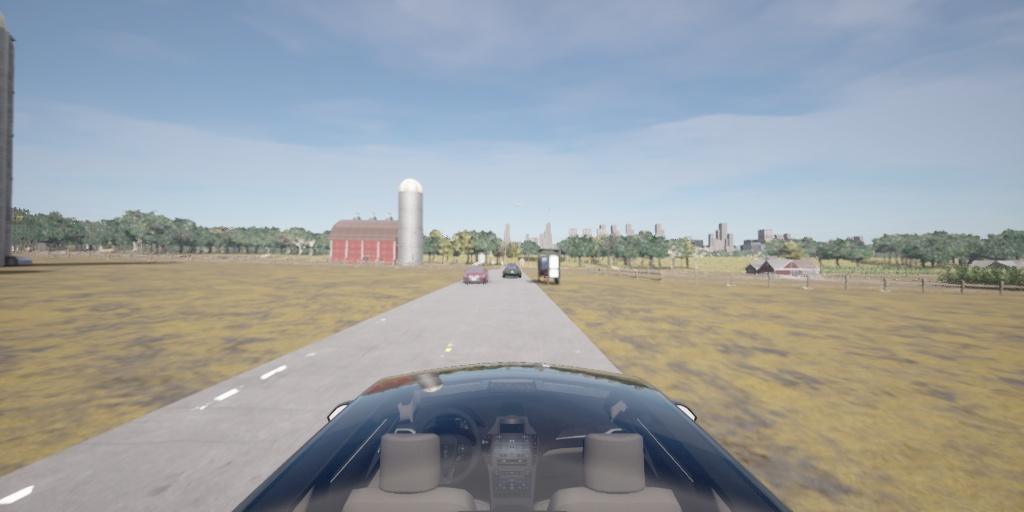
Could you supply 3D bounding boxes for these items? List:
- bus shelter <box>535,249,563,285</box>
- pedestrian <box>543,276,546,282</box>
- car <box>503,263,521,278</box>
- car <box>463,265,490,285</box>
[{"bbox_3d":[3.127,0.851,29.317,1.920,2.740,3.880,0,0,0],"label":"bus shelter"},{"bbox_3d":[2.827,1.327,31.089,0.375,1.860,0.375,0,-1,-15],"label":"pedestrian"},{"bbox_3d":[0.030,1.700,40.111,1.994,1.385,4.181,0,-1,1],"label":"car"},{"bbox_3d":[-2.845,1.500,29.227,1.812,1.442,4.674,0,-1,0],"label":"car"}]
